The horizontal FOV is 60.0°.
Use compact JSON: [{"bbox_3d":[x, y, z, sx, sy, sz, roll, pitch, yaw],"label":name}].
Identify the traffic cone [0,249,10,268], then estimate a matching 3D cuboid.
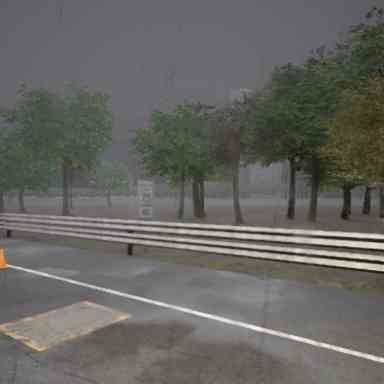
[{"bbox_3d":[-6.186,2.164,10.873,0.340,0.580,0.340,-1,-1,37],"label":"traffic cone"}]
